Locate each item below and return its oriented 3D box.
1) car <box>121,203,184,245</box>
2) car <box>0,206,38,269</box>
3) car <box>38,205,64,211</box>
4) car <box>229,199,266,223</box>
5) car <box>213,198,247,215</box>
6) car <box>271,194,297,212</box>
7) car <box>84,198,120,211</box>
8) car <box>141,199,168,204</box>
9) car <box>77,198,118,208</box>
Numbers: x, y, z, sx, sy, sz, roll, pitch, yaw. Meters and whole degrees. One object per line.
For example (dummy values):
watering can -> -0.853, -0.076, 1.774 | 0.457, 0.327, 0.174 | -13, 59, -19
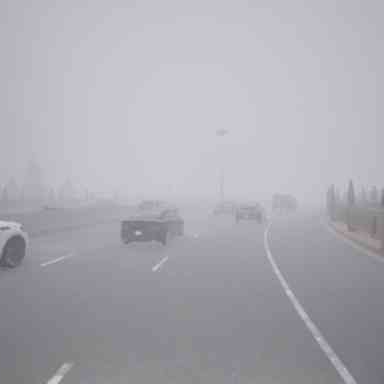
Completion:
car -> -1.669, 1.480, 15.576 | 1.882, 1.535, 5.008 | 0, 0, 11
car -> -6.345, 1.204, 8.008 | 2.150, 2.045, 5.566 | 0, 0, 5
car -> -10.717, 1.605, 24.032 | 1.895, 1.301, 4.718 | 0, 0, 15
car -> 4.562, 1.524, 25.609 | 2.128, 1.511, 4.902 | 0, 0, 18
car -> 3.743, 1.601, 33.468 | 2.033, 1.411, 5.357 | 0, 0, 23
car -> 11.445, 1.311, 41.029 | 2.150, 2.045, 5.566 | 0, 0, 29
car -> -11.434, 1.581, 42.628 | 1.837, 1.490, 4.892 | 0, 0, 25
car -> -2.660, 1.375, 25.920 | 2.097, 1.767, 4.553 | 0, 0, 17
car -> -10.383, 1.526, 36.143 | 1.882, 1.535, 5.008 | 0, 0, 22
